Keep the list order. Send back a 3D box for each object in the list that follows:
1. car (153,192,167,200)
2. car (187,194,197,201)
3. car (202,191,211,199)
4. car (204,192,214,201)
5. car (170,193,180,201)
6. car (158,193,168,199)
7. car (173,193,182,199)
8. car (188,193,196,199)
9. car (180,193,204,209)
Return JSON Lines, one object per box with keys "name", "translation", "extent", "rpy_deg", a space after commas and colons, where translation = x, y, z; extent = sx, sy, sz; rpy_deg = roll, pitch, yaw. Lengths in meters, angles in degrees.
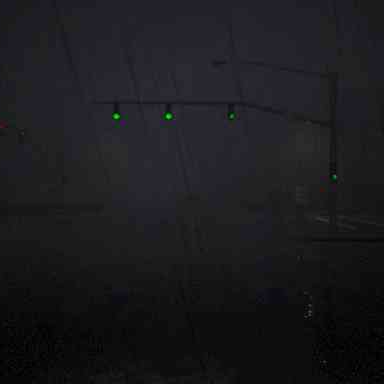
{"name": "car", "translation": [-7.029, 0.847, 69.889], "extent": [2.097, 1.767, 4.553], "rpy_deg": [0, 0, 0]}
{"name": "car", "translation": [-0.029, 1.087, 69.988], "extent": [1.895, 1.301, 4.718], "rpy_deg": [0, 0, 0]}
{"name": "car", "translation": [3.466, 0.696, 79.928], "extent": [2.097, 1.767, 4.553], "rpy_deg": [0, 0, 0]}
{"name": "car", "translation": [3.471, 0.972, 69.543], "extent": [1.882, 1.535, 5.008], "rpy_deg": [0, 0, 0]}
{"name": "car", "translation": [-3.529, 0.973, 69.539], "extent": [1.882, 1.535, 5.008], "rpy_deg": [0, 0, 0]}
{"name": "car", "translation": [-7.034, 0.894, 79.954], "extent": [1.994, 1.385, 4.181], "rpy_deg": [0, 0, 0]}
{"name": "car", "translation": [-3.534, 0.936, 79.986], "extent": [1.895, 1.301, 4.718], "rpy_deg": [0, 0, 0]}
{"name": "car", "translation": [-0.034, 0.936, 79.988], "extent": [1.895, 1.301, 4.718], "rpy_deg": [0, 0, 0]}
{"name": "car", "translation": [-0.013, 1.064, 39.716], "extent": [2.097, 1.767, 4.553], "rpy_deg": [0, 0, 0]}
